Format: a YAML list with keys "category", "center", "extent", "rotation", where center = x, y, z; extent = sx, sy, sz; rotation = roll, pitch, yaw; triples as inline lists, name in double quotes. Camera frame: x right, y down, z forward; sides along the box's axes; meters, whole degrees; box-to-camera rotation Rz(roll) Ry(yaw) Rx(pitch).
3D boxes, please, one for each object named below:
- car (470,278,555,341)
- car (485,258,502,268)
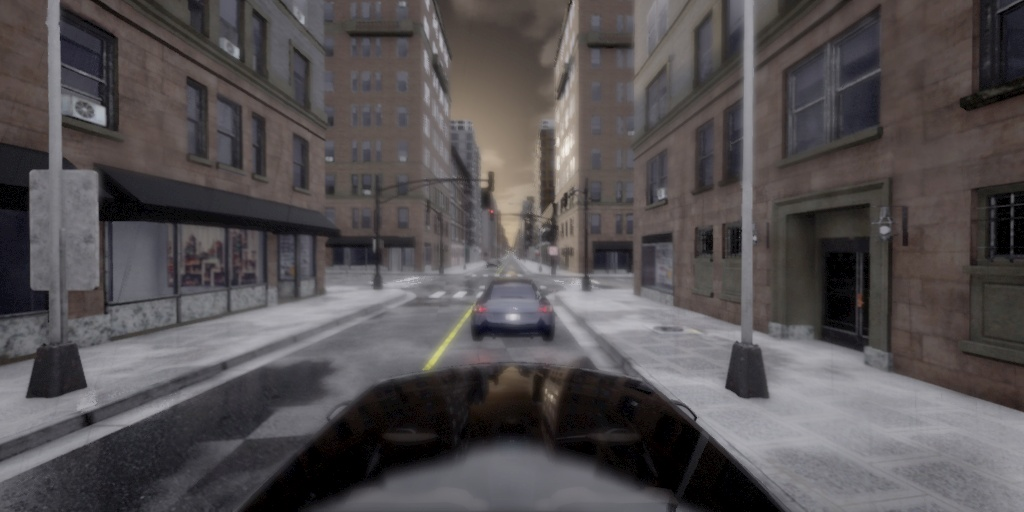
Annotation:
- category: "car"
  center: [0.018, 1.289, 9.786]
  extent: [1.994, 1.385, 4.181]
  rotation: [0, 0, 0]
- category: "car"
  center: [-3.023, 1.155, 56.004]
  extent: [1.837, 1.490, 4.892]
  rotation: [0, 0, 0]
